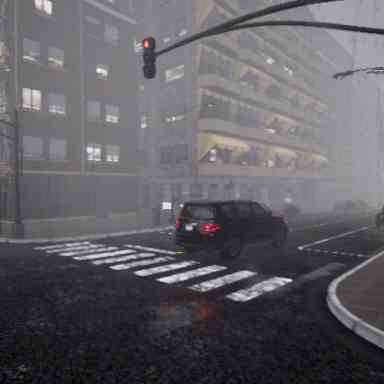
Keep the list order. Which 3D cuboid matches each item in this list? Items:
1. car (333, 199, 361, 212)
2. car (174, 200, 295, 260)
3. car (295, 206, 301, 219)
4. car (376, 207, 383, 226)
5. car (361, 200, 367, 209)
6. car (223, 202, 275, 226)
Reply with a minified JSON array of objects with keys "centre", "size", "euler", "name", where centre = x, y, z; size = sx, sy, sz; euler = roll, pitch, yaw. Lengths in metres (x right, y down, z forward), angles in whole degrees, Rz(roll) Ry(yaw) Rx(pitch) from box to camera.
[{"centre":[19.209,1.712,41.796],"size":[1.887,1.381,4.507],"euler":[-1,-1,41],"name":"car"},{"centre":[1.723,1.318,13.283],"size":[2.150,2.045,5.566],"euler":[0,0,43],"name":"car"},{"centre":[8.038,1.709,28.948],"size":[1.802,1.307,4.206],"euler":[-1,-1,41],"name":"car"},{"centre":[14.312,1.699,23.493],"size":[1.947,1.339,4.313],"euler":[-1,-1,41],"name":"car"},{"centre":[22.822,1.706,45.951],"size":[1.752,1.417,4.829],"euler":[-1,-1,41],"name":"car"},{"centre":[4.313,1.553,24.668],"size":[1.967,1.590,4.097],"euler":[-1,-1,41],"name":"car"}]
